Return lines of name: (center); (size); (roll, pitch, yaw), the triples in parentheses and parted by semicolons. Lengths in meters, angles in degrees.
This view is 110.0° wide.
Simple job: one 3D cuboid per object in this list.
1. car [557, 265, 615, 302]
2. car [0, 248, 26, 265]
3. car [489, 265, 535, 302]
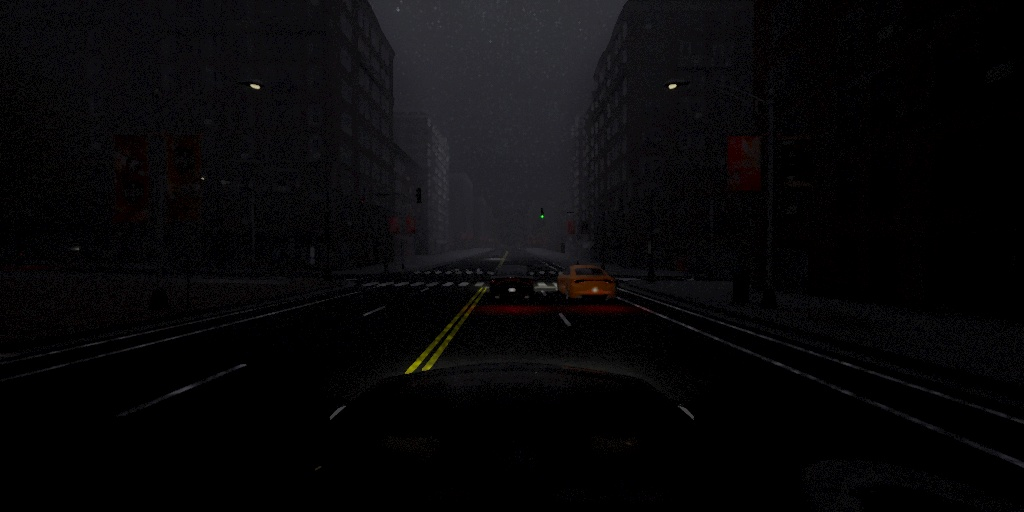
car: (3.250, 1.157, 16.496); (1.882, 1.535, 5.008); (0, 0, 0)
car: (-45.069, 0.007, 30.797); (4.902, 1.511, 2.128); (3, 1, 0)
car: (0.000, 1.157, 16.496); (1.882, 1.535, 5.008); (0, 0, 0)
